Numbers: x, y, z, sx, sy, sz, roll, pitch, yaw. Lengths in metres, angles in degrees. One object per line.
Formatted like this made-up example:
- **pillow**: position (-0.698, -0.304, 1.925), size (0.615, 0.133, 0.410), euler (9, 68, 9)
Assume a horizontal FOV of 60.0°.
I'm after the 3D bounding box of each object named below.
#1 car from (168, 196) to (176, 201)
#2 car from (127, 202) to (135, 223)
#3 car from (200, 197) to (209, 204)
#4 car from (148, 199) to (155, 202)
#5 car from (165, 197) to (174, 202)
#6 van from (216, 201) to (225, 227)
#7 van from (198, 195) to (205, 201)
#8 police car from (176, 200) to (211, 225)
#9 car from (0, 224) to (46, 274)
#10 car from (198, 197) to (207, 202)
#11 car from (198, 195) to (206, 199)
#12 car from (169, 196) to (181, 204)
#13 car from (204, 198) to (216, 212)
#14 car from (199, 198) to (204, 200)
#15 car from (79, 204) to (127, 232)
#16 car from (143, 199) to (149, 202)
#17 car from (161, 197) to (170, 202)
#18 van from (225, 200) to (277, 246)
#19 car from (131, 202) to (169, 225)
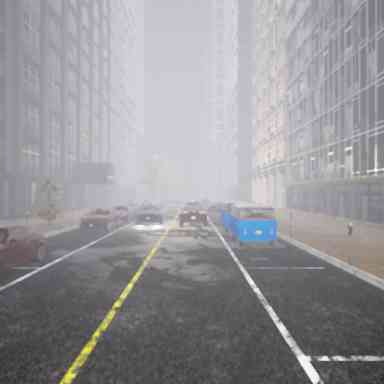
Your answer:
- **car**: position (-5.706, 1.897, 95.095), size (1.947, 1.339, 4.313), euler (0, 0, 0)
- **car**: position (-5.696, 1.700, 26.706), size (1.802, 1.307, 4.206), euler (0, 0, 0)
- **car**: position (2.677, 1.867, 72.290), size (1.802, 1.307, 4.206), euler (0, 0, 0)
- **car**: position (-5.699, 1.622, 43.801), size (1.967, 1.590, 4.097), euler (0, 0, 0)
- **car**: position (-5.705, 1.864, 83.691), size (1.887, 1.381, 4.507), euler (0, 0, 0)
- **van**: position (2.685, 1.434, 21.009), size (1.690, 1.788, 3.998), euler (0, 0, 0)
- **van**: position (2.676, 1.672, 95.097), size (1.690, 1.788, 3.998), euler (0, 0, 0)
- **police car**: position (0.096, 1.612, 25.038), size (2.038, 1.542, 4.974), euler (0, -1, 0)
- **car**: position (-5.694, 1.626, 9.610), size (1.802, 1.307, 4.206), euler (0, 0, 0)
- **car**: position (2.676, 1.870, 83.692), size (2.008, 1.369, 4.403), euler (0, 0, 0)
- **car**: position (2.678, 1.809, 66.593), size (1.887, 1.381, 4.507), euler (0, 0, 0)
- **car**: position (-3.017, 1.818, 67.728), size (1.994, 1.385, 4.181), euler (0, 0, 0)
- **car**: position (2.682, 1.726, 38.104), size (1.947, 1.339, 4.313), euler (0, 0, 0)
- **car**: position (0.094, 1.737, 41.708), size (1.994, 1.385, 4.181), euler (0, 0, 0)
- **car**: position (-5.696, 1.639, 21.007), size (1.887, 1.381, 4.507), euler (0, 0, 0)
- **car**: position (-5.697, 1.690, 32.403), size (2.008, 1.369, 4.403), euler (0, 0, 0)
- **car**: position (-5.704, 1.837, 72.290), size (2.008, 1.369, 4.403), euler (0, 0, 0)
- **van**: position (2.686, 1.410, 15.309), size (1.690, 1.788, 3.998), euler (0, 0, 0)
- **car**: position (-3.103, 1.676, 25.341), size (1.994, 1.385, 4.181), euler (0, 0, 0)
